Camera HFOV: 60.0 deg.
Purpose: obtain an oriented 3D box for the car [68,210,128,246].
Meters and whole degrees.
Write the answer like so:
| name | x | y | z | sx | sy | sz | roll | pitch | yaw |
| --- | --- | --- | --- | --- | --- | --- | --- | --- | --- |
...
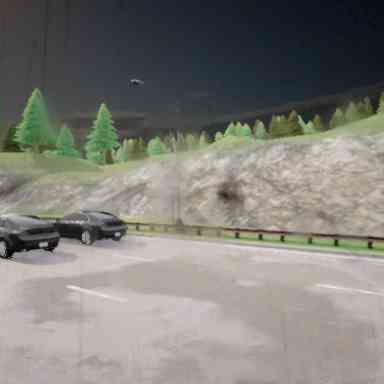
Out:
| name | x | y | z | sx | sy | sz | roll | pitch | yaw |
| --- | --- | --- | --- | --- | --- | --- | --- | --- | --- |
| car | -5.277 | 1.654 | 16.254 | 4.892 | 1.490 | 1.837 | 0 | 0 | 36 |

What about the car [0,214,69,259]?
| name | x | y | z | sx | sy | sz | roll | pitch | yaw |
| --- | --- | --- | --- | --- | --- | --- | --- | --- | --- |
| car | -7.311 | 1.654 | 13.406 | 4.892 | 1.490 | 1.837 | 0 | 0 | 36 |
